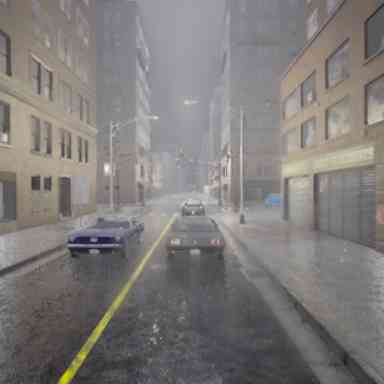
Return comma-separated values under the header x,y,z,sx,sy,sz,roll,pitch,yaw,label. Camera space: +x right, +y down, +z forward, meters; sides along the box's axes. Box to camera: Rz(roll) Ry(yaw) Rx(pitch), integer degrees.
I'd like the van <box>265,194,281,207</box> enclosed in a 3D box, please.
x,y,z,sx,sy,sz,roll,pitch,yaw,label
11.689,1.104,43.624,3.998,1.788,1.690,0,0,1,van

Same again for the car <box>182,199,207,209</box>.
x,y,z,sx,sy,sz,roll,pitch,yaw,label
0.182,1.346,27.622,2.128,1.511,4.902,0,0,2,car

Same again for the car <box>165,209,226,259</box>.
x,y,z,sx,sy,sz,roll,pitch,yaw,label
0.106,1.538,12.363,1.895,1.301,4.718,0,0,0,car

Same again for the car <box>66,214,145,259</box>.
x,y,z,sx,sy,sz,roll,pitch,yaw,label
-3.014,1.537,12.510,1.895,1.301,4.718,0,0,0,car
